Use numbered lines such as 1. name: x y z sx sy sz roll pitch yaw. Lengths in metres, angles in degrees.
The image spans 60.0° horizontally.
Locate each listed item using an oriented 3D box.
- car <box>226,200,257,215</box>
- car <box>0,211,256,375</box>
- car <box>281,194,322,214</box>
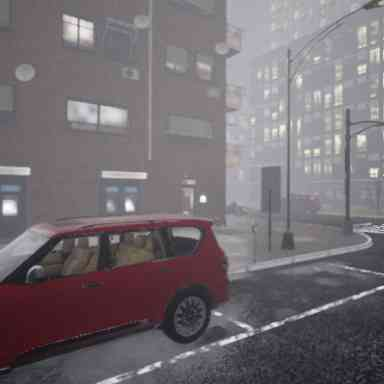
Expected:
1. car: 3.546 1.342 27.693 1.802 1.307 4.206 1 0 -36
2. car: -1.662 1.316 4.907 5.009 1.841 2.192 0 0 -36
3. car: 10.153 1.126 32.454 2.192 1.841 5.009 1 0 -36
